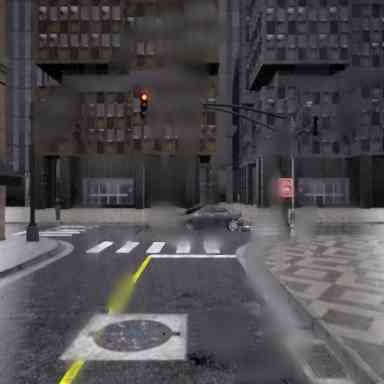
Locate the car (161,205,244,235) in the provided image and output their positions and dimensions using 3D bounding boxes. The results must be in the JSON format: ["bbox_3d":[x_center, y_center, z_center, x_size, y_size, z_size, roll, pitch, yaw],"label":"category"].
[{"bbox_3d":[0.643,1.500,18.622,4.892,1.490,1.837,1,-2,-31],"label":"car"}]

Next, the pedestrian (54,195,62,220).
[{"bbox_3d":[-9.824,1.148,24.365,0.375,1.860,0.375,0,0,1],"label":"pedestrian"}]
